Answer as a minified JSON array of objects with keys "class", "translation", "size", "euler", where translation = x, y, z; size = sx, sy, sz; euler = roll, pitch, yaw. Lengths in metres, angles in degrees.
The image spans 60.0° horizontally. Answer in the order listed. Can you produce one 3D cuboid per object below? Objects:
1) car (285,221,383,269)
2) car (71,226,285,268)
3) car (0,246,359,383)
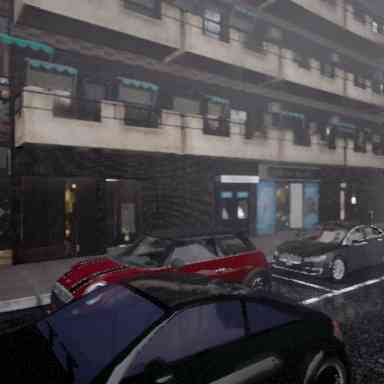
[{"class":"car","translation":[4.193,1.542,9.556],"size":[4.403,1.369,2.008],"euler":[0,0,-35]},{"class":"car","translation":[-0.446,1.437,6.248],"size":[4.097,1.590,1.967],"euler":[0,0,-35]},{"class":"car","translation":[-0.393,1.562,3.099],"size":[4.181,1.385,1.994],"euler":[0,0,-35]}]
